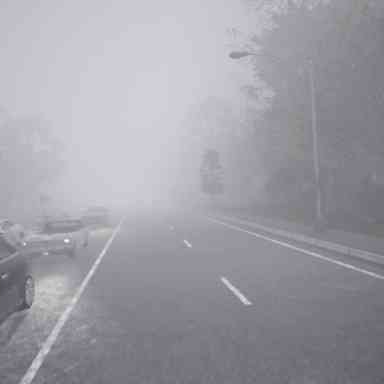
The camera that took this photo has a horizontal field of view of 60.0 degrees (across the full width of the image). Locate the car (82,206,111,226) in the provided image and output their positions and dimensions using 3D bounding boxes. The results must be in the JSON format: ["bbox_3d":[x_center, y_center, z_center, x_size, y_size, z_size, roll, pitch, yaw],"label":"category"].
[{"bbox_3d":[-7.596,1.877,26.636,1.882,1.535,5.008,-3,0,-9],"label":"car"}]

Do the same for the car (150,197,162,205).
[{"bbox_3d":[-7.309,1.821,69.288,1.882,1.535,5.008,-3,0,-9],"label":"car"}]

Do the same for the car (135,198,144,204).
[{"bbox_3d":[-12.419,2.176,79.042,1.895,1.301,4.718,-3,0,-9],"label":"car"}]

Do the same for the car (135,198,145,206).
[{"bbox_3d":[-10.822,2.138,69.162,1.895,1.301,4.718,-3,0,-9],"label":"car"}]

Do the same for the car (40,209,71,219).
[{"bbox_3d":[-11.287,2.130,27.671,1.812,1.442,4.674,-3,0,-10],"label":"car"}]

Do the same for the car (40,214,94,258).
[{"bbox_3d":[-5.557,1.898,13.992,1.895,1.301,4.718,-3,0,-9],"label":"car"}]

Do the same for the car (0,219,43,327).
[{"bbox_3d":[-4.139,1.577,5.125,2.097,1.767,4.553,-3,0,-9],"label":"car"}]

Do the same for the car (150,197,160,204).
[{"bbox_3d":[-8.967,1.917,79.566,2.033,1.411,5.357,-3,0,-9],"label":"car"}]
